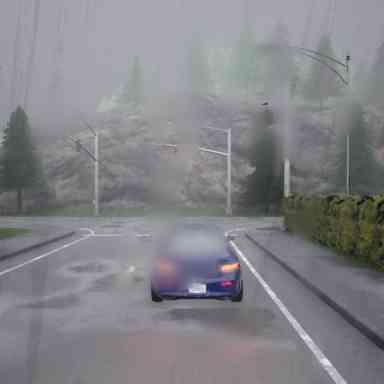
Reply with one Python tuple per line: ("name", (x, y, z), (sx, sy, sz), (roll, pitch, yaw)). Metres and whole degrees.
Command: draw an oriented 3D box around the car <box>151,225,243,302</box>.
("car", (0.107, 1.526, 8.130), (1.812, 1.442, 4.674), (0, 0, 0))
